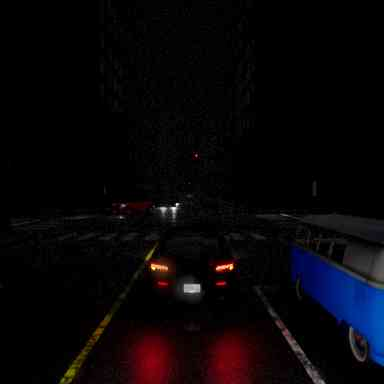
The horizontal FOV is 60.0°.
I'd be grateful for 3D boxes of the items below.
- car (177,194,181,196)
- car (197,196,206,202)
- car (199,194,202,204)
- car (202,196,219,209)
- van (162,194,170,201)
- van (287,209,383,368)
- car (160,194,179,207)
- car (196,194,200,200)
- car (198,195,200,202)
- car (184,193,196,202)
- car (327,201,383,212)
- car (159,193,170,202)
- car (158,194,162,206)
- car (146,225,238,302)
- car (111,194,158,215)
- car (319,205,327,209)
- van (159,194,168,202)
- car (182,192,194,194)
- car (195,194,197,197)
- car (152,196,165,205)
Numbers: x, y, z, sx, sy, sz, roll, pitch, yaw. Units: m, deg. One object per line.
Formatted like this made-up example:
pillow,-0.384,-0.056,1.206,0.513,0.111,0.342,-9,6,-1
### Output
car,-3.522,1.541,65.411,1.994,1.385,4.181,0,0,-1
car,2.209,1.546,77.805,1.802,1.307,4.206,0,0,-1
car,2.582,1.428,50.177,1.967,1.590,4.097,0,0,-1
car,2.655,1.516,44.822,1.752,1.417,4.829,0,0,-1
van,-6.388,1.299,83.214,1.690,1.788,3.998,0,0,-1
van,2.855,1.341,5.463,1.690,1.788,3.998,0,0,0
car,-3.365,1.494,49.806,1.837,1.490,4.892,0,0,-1
car,2.358,1.520,66.755,1.887,1.381,4.507,0,0,-1
car,2.508,1.535,55.703,2.008,1.369,4.403,0,0,-1
car,-0.600,1.561,74.209,1.895,1.301,4.718,0,0,-1
car,14.609,1.517,28.845,4.674,1.442,1.812,0,0,-3
car,-6.316,1.279,77.690,2.192,1.841,5.009,0,0,-1
car,-6.017,1.299,55.588,2.192,1.841,5.009,0,0,-1
car,0.001,1.525,8.141,1.812,1.442,4.674,0,0,0
car,-6.071,1.334,34.024,2.097,1.767,4.553,0,0,39
car,14.424,1.583,32.096,4.718,1.301,1.895,0,0,2
van,-6.241,1.312,72.164,1.690,1.788,3.998,0,0,-1
car,-0.734,1.076,84.209,2.150,2.045,5.566,0,0,-1
car,2.284,1.521,72.279,2.008,1.369,4.403,0,0,-1
car,-6.092,1.531,61.114,2.008,1.369,4.403,0,0,-1
